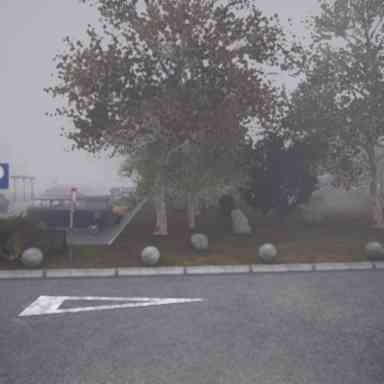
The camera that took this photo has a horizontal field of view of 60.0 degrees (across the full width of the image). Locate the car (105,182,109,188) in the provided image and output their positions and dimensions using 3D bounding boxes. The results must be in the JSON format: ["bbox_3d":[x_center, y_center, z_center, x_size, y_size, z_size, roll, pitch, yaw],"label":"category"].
[{"bbox_3d":[-26.303,-1.384,90.372,5.566,2.045,2.435,1,2,-5],"label":"car"}]

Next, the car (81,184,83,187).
[{"bbox_3d":[-23.872,-0.195,62.461,5.366,1.575,1.946,1,2,-5],"label":"car"}]

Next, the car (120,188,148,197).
[{"bbox_3d":[-10.201,0.120,59.009,4.792,1.488,2.163,1,2,-5],"label":"car"}]

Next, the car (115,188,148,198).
[{"bbox_3d":[-10.158,0.171,56.226,5.366,1.575,1.946,1,2,-5],"label":"car"}]

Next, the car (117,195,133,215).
[{"bbox_3d":[-7.080,1.210,23.080,5.366,1.575,1.946,1,2,-5],"label":"car"}]

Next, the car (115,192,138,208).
[{"bbox_3d":[-7.414,1.041,28.619,4.892,1.521,2.231,1,2,-5],"label":"car"}]

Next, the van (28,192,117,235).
[{"bbox_3d":[-6.496,1.164,17.555,4.442,1.987,1.878,1,2,-5],"label":"van"}]

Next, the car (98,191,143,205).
[{"bbox_3d":[-8.439,0.692,39.668,5.008,1.535,2.097,1,2,-5],"label":"car"}]

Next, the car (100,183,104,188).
[{"bbox_3d":[-25.754,-0.921,84.804,4.892,1.521,2.231,1,2,-5],"label":"car"}]

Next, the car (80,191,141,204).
[{"bbox_3d":[-7.658,0.952,31.382,5.008,1.535,2.097,1,2,-5],"label":"car"}]

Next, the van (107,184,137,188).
[{"bbox_3d":[-8.828,0.295,45.198,4.442,1.987,1.878,1,2,-5],"label":"van"}]

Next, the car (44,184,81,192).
[{"bbox_3d":[-23.453,-0.355,59.678,5.566,2.045,2.435,1,2,-5],"label":"car"}]

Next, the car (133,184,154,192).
[{"bbox_3d":[-13.020,-1.162,89.391,5.566,2.045,2.435,1,2,-5],"label":"car"}]

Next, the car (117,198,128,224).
[{"bbox_3d":[-6.609,1.333,20.337,4.792,1.488,2.163,1,2,-5],"label":"car"}]

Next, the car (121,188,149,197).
[{"bbox_3d":[-10.480,0.006,61.768,4.892,1.521,2.231,1,2,-5],"label":"car"}]

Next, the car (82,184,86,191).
[{"bbox_3d":[-23.945,-0.237,65.270,4.674,1.452,2.002,1,2,-5],"label":"car"}]

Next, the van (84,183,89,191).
[{"bbox_3d":[-24.087,-0.588,68.062,4.442,1.987,1.878,1,2,-5],"label":"van"}]

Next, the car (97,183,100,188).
[{"bbox_3d":[-25.214,-0.692,79.223,4.792,1.488,2.163,1,2,-5],"label":"car"}]

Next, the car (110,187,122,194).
[{"bbox_3d":[-16.609,-0.287,72.719,1.895,1.301,4.718,1,2,-5],"label":"car"}]

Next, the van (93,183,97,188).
[{"bbox_3d":[-24.864,-0.854,76.434,4.442,1.987,1.878,1,2,-5],"label":"van"}]

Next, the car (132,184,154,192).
[{"bbox_3d":[-12.820,-1.060,86.622,5.566,2.045,2.435,1,2,-5],"label":"car"}]

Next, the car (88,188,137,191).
[{"bbox_3d":[-7.888,0.740,34.143,4.553,1.767,2.185,1,2,-5],"label":"car"}]

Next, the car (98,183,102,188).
[{"bbox_3d":[-25.505,-0.780,82.015,4.674,1.452,2.002,1,2,-5],"label":"car"}]

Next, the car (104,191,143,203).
[{"bbox_3d":[-8.694,0.646,42.433,4.674,1.452,2.002,1,2,-5],"label":"car"}]

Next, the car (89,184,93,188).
[{"bbox_3d":[-24.470,-0.451,70.847,5.008,1.535,2.097,1,2,-5],"label":"car"}]

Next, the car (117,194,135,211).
[{"bbox_3d":[-7.123,1.157,25.862,4.792,1.488,2.163,1,2,-5],"label":"car"}]

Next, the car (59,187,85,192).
[{"bbox_3d":[-17.713,0.401,49.351,1.895,1.301,4.718,1,2,-5],"label":"car"}]

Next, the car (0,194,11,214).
[{"bbox_3d":[-15.529,0.918,24.886,2.097,1.767,4.553,1,2,-5],"label":"car"}]
